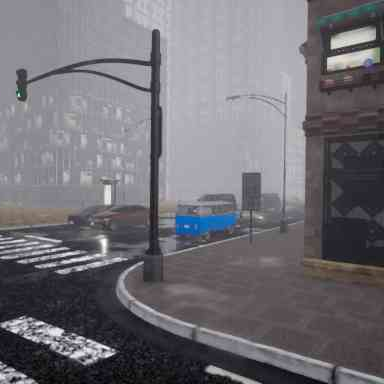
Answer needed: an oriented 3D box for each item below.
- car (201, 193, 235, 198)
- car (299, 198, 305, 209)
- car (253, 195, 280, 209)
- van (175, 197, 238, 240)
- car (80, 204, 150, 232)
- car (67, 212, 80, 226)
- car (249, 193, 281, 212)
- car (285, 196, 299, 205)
[{"bbox_3d":[1.883,1.143,28.499,2.150,2.045,5.566,1,1,36],"label":"car"},{"bbox_3d":[15.618,1.463,42.433,1.812,1.442,4.674,1,1,36],"label":"car"},{"bbox_3d":[10.000,1.293,44.422,1.967,1.590,4.097,1,1,35],"label":"car"},{"bbox_3d":[0.828,1.368,17.011,1.690,1.788,3.998,1,1,35],"label":"van"},{"bbox_3d":[-4.066,1.466,20.120,1.812,1.442,4.674,1,1,37],"label":"car"},{"bbox_3d":[-6.009,1.467,21.864,1.947,1.339,4.313,1,1,35],"label":"car"},{"bbox_3d":[8.075,1.125,37.202,2.150,2.045,5.566,1,1,36],"label":"car"},{"bbox_3d":[16.305,1.364,53.309,1.752,1.417,4.829,1,1,35],"label":"car"}]
